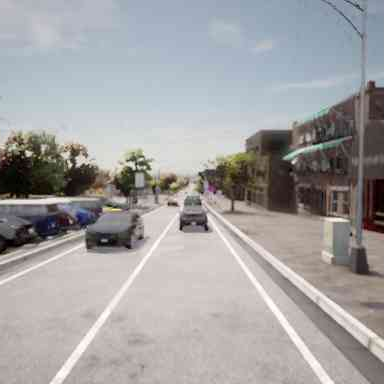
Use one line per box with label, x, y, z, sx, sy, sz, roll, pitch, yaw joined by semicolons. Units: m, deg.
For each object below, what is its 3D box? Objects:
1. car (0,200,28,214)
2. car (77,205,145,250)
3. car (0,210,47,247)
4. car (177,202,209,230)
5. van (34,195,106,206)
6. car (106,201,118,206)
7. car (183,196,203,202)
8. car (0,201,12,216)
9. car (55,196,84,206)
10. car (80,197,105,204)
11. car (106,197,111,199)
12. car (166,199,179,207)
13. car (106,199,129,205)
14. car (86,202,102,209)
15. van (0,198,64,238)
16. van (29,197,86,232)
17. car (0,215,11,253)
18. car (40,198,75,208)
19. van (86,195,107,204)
car;-21.887;1.719;38.072;5.366;1.575;1.946;0;0;0
car;-3.350;1.599;15.199;1.882;1.535;5.008;0;0;0
car;-8.988;1.657;13.784;4.792;1.488;2.163;0;0;0
car;0.099;1.675;22.709;1.837;1.490;4.892;0;0;0
van;-9.091;1.452;25.000;4.442;1.987;1.878;0;0;0
car;-8.981;1.728;27.802;4.674;1.452;2.002;0;0;0
car;0.100;1.467;40.574;2.150;2.045;5.566;0;-1;0
car;-22.097;1.742;35.297;4.792;1.488;2.163;0;0;0
car;-22.134;1.677;60.278;4.553;1.767;2.185;0;0;0
car;-22.151;1.890;74.154;4.792;1.488;2.163;0;0;0
car;-8.958;1.457;33.410;5.566;2.045;2.435;0;0;0
car;-3.300;1.882;57.087;1.895;1.301;4.718;0;0;1
car;-8.797;1.695;30.606;5.366;1.575;1.946;0;0;0
car;-8.965;1.668;22.196;5.008;1.535;2.097;0;0;0
van;-9.080;1.417;16.588;4.442;1.987;1.878;0;0;0
van;-8.850;1.432;19.390;4.442;1.987;1.878;0;0;0
car;-8.953;1.646;10.976;4.674;1.452;2.002;0;-1;0
car;-22.090;1.781;54.726;5.008;1.535;2.097;0;0;0
van;-22.008;1.646;76.929;4.442;1.987;1.878;0;0;0
